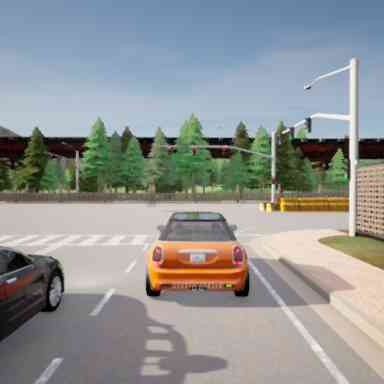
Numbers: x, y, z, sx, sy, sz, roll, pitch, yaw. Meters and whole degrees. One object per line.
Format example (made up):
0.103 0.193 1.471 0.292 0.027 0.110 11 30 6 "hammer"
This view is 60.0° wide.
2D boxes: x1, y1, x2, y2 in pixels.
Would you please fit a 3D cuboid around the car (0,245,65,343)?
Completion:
-3.400 1.452 4.633 1.837 1.490 4.892 0 1 0 "car"

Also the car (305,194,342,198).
15.600 1.187 37.208 4.718 1.301 1.895 0 1 -2 "car"

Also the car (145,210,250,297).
0.126 1.256 8.508 2.097 1.767 4.553 0 1 0 "car"

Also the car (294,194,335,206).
16.227 1.034 44.227 4.674 1.442 1.812 0 1 -2 "car"
